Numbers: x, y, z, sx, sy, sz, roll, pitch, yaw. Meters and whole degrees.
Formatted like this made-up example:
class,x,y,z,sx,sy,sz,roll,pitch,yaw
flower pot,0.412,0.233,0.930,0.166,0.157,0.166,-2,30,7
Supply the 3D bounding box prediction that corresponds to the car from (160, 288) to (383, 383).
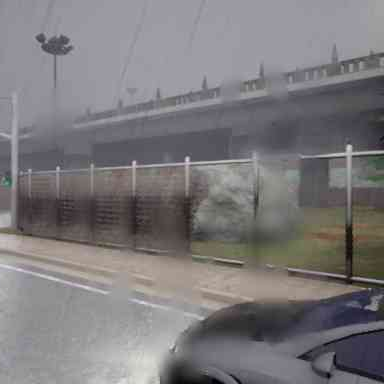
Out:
class,x,y,z,sx,sy,sz,roll,pitch,yaw
car,1.740,1.562,2.751,4.181,1.385,1.994,0,0,36
